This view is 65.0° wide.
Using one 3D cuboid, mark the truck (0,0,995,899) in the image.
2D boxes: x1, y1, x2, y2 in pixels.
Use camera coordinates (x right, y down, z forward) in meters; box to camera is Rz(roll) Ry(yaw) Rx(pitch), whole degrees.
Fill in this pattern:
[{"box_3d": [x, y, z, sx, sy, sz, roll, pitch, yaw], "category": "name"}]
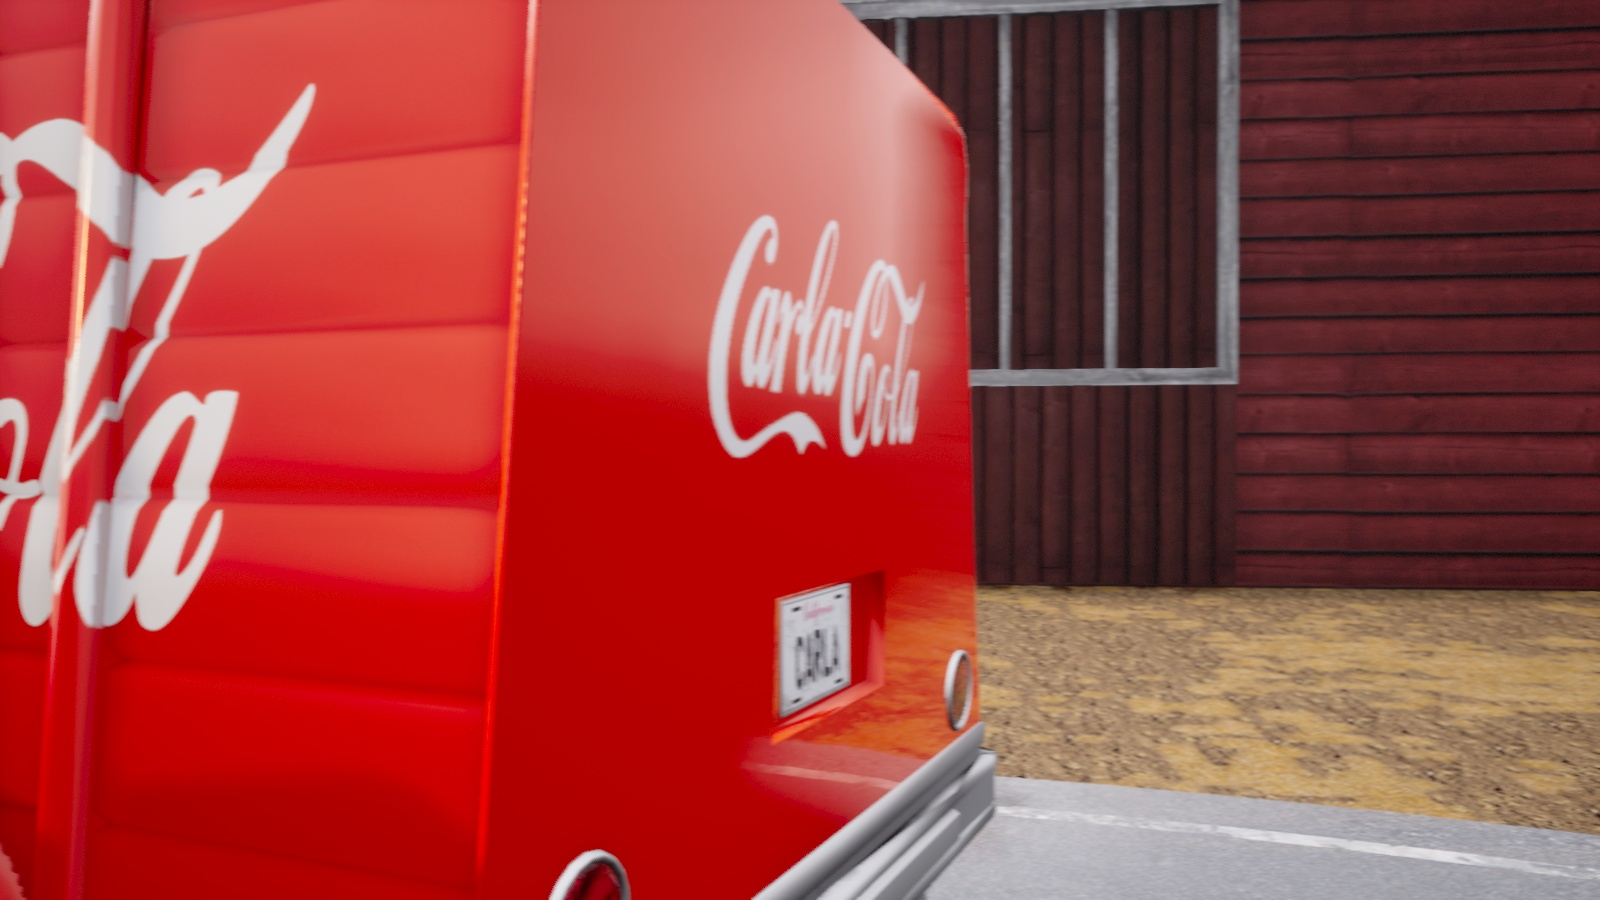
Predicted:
[{"box_3d": [-2.341, 0.263, 3.513, 5.204, 2.467, 2.627, 1, 0, 23], "category": "truck"}]
